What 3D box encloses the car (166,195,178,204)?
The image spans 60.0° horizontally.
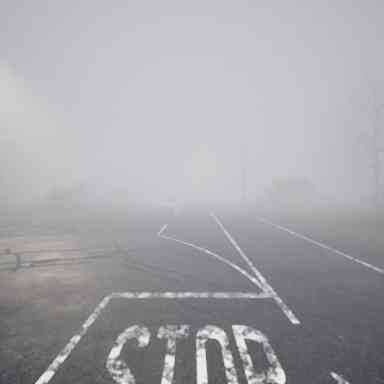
[{"bbox_3d":[-3.353,1.227,55.889,1.895,1.301,4.718,0,0,0],"label":"car"}]
